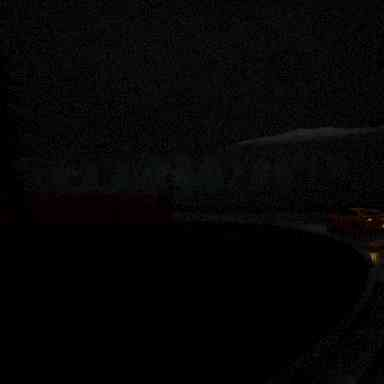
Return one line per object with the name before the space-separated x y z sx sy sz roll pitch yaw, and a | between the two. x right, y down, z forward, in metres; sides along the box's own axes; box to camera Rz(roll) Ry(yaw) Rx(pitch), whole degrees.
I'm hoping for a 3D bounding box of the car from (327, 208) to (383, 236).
car | 9.954 1.689 20.007 1.882 1.535 5.008 0 -1 -4
